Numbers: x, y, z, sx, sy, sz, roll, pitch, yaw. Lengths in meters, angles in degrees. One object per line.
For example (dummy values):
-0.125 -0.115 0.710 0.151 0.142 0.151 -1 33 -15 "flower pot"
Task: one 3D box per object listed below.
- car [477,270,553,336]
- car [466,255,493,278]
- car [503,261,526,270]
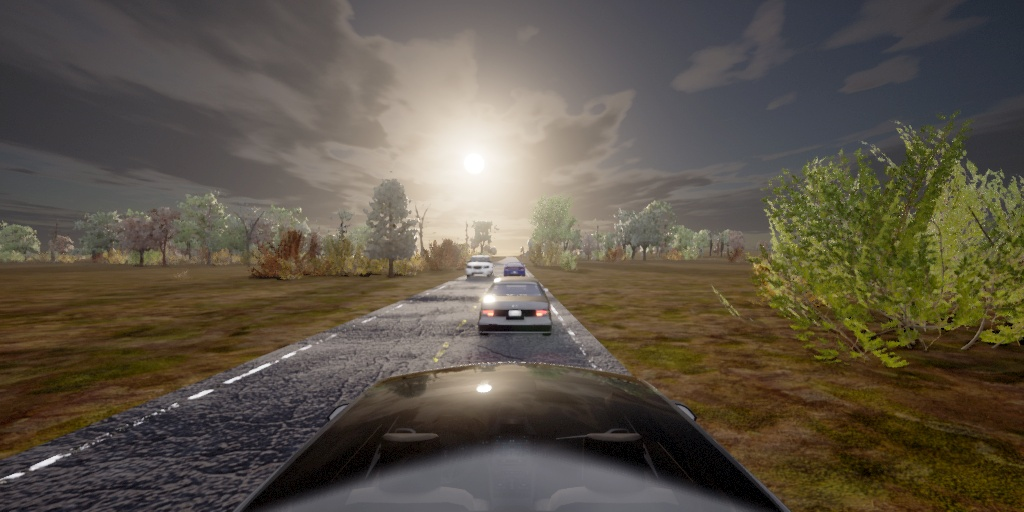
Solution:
0.118 1.298 10.355 2.033 1.411 5.357 0 0 1 "car"
-2.967 0.962 33.658 2.150 2.045 5.566 0 0 0 "car"
0.228 1.219 32.578 1.882 1.535 5.008 0 0 0 "car"
